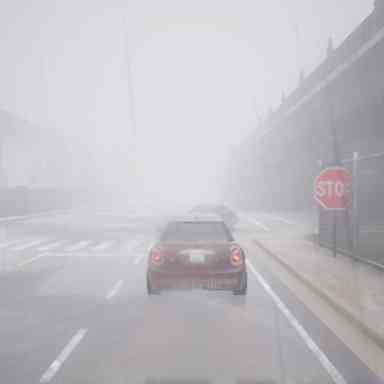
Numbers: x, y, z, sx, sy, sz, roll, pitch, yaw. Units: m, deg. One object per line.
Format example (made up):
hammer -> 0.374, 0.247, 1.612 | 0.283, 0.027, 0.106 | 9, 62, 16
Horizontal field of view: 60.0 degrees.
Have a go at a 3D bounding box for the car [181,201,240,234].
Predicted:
car -> 1.250, 1.412, 19.789 | 1.882, 1.535, 5.008 | 0, 0, 23

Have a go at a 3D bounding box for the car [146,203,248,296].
car -> 0.103, 1.325, 8.740 | 2.097, 1.767, 4.553 | 0, 0, 0
